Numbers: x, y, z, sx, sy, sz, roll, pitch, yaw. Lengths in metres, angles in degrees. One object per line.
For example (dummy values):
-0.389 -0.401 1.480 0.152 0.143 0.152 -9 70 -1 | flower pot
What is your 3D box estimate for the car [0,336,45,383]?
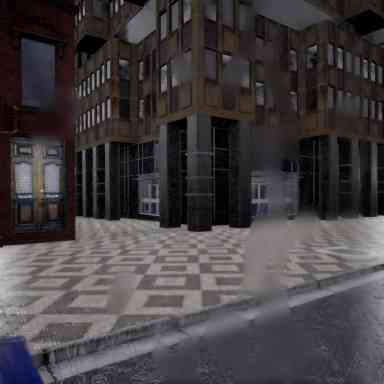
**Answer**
-3.025 1.601 1.215 4.718 1.301 1.895 0 0 -36 | car
